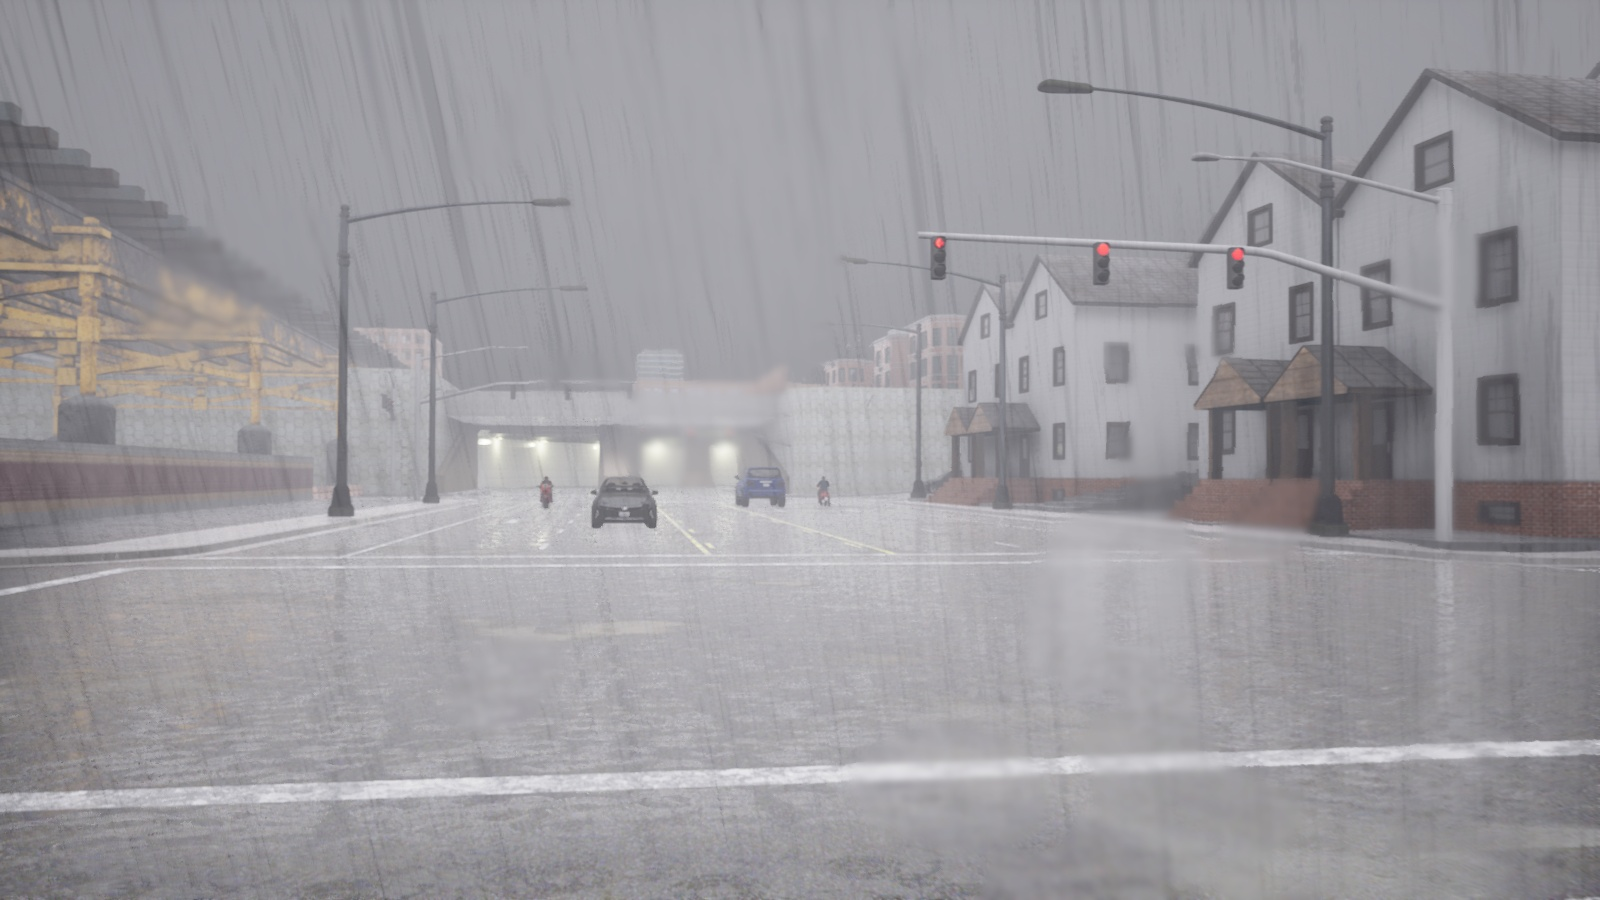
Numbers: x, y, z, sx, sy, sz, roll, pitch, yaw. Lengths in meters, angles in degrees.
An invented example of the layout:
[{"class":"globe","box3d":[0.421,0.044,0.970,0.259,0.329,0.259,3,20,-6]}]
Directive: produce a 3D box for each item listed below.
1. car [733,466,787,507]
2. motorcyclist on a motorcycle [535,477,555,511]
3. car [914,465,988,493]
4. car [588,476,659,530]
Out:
[{"class":"car","box3d":[-2.116,1.865,64.881,2.150,2.045,5.566,0,-1,-8]},{"class":"motorcyclist on a motorcycle","box3d":[-11.664,2.005,57.465,0.797,1.523,2.044,0,-1,-8]},{"class":"car","box3d":[10.484,2.022,87.500,4.674,1.442,1.812,-6,0,-9]},{"class":"car","box3d":[-5.358,1.557,38.079,2.007,1.525,4.514,0,-1,-8]}]
